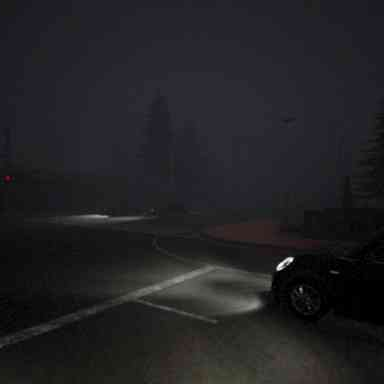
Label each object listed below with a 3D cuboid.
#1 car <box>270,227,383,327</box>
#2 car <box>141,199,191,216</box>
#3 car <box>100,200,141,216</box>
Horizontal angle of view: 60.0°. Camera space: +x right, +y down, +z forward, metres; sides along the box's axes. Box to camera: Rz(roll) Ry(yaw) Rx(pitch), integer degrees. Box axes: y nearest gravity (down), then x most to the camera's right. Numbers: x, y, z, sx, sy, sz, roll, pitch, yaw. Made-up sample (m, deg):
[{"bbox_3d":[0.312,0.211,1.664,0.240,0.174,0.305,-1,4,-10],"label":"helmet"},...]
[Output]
[{"bbox_3d":[3.693,1.355,5.709,4.553,1.767,2.097,0,0,37],"label":"car"},{"bbox_3d":[-2.054,1.388,31.680,2.128,1.511,4.902,0,0,38],"label":"car"},{"bbox_3d":[-6.608,1.441,31.499,1.994,1.385,4.181,0,0,38],"label":"car"}]
